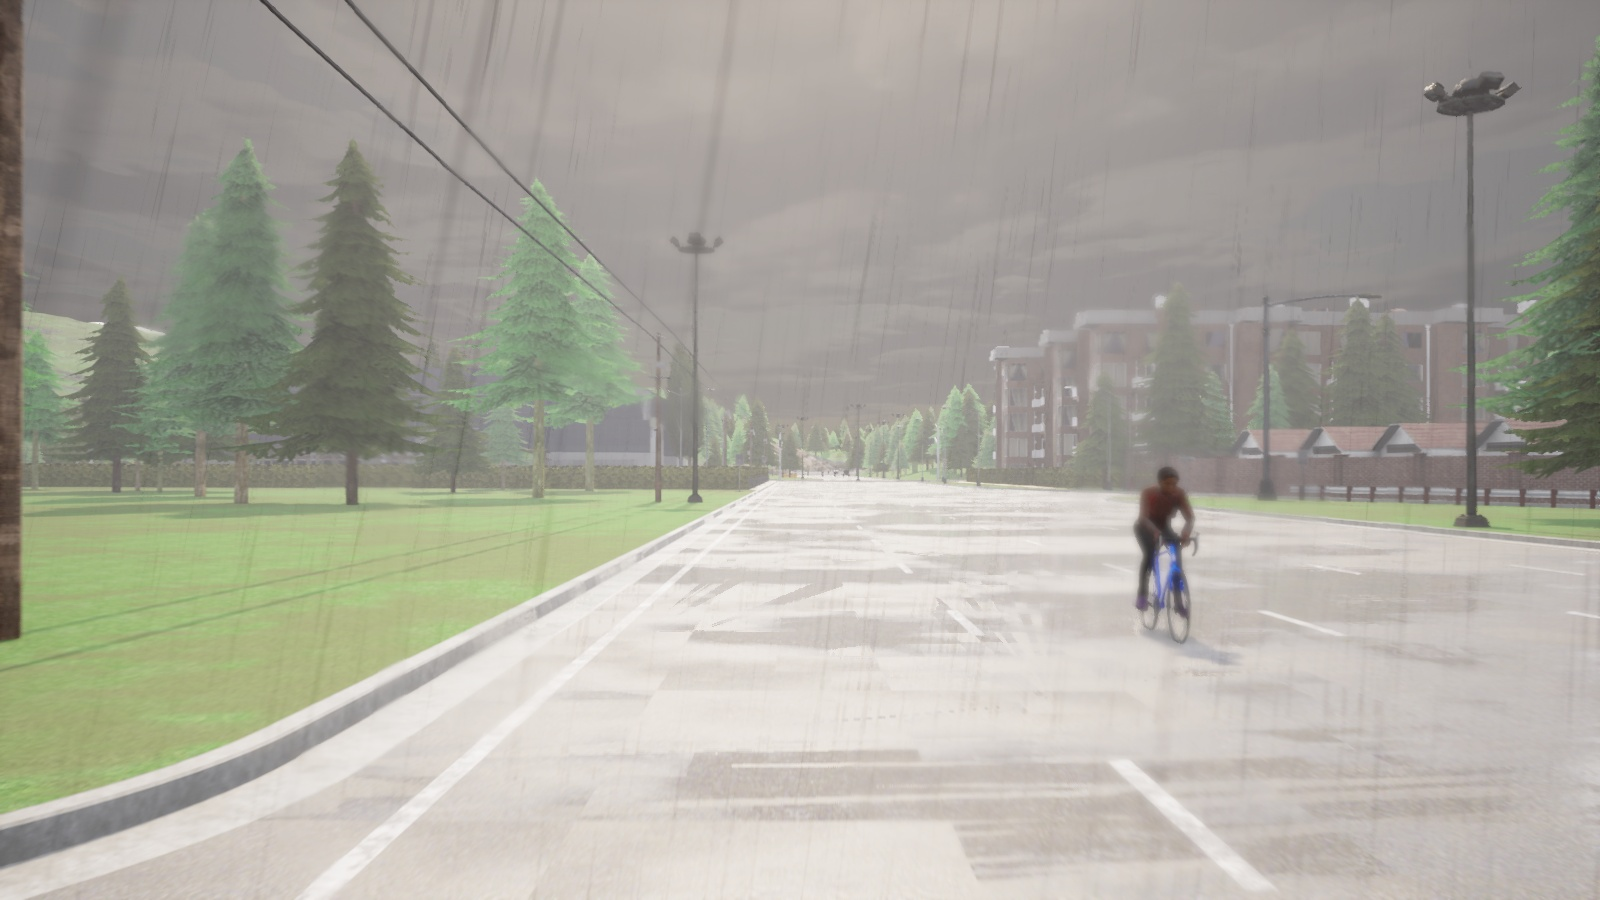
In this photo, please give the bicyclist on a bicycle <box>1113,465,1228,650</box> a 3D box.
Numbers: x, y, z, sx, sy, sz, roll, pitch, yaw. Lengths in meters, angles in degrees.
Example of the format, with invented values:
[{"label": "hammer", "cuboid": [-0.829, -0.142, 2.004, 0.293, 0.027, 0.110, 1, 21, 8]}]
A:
[{"label": "bicyclist on a bicycle", "cuboid": [3.471, 0.953, 11.890, 0.582, 1.620, 1.656, 0, 0, 0]}]
